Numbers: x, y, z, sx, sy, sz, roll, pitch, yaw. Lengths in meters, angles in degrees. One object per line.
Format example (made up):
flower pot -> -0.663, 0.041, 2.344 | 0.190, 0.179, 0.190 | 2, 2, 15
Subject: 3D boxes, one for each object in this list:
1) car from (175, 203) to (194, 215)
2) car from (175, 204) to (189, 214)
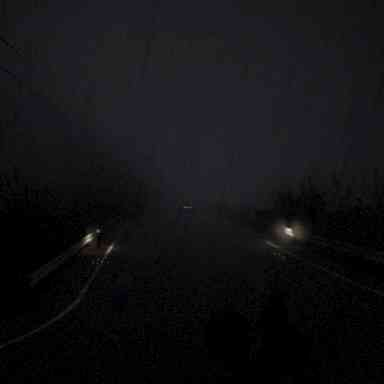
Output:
car -> -0.769, 2.292, 44.415 | 2.128, 1.511, 4.902 | -1, -4, -4
car -> -1.661, 2.850, 54.352 | 1.882, 1.535, 5.008 | -1, -3, -6
